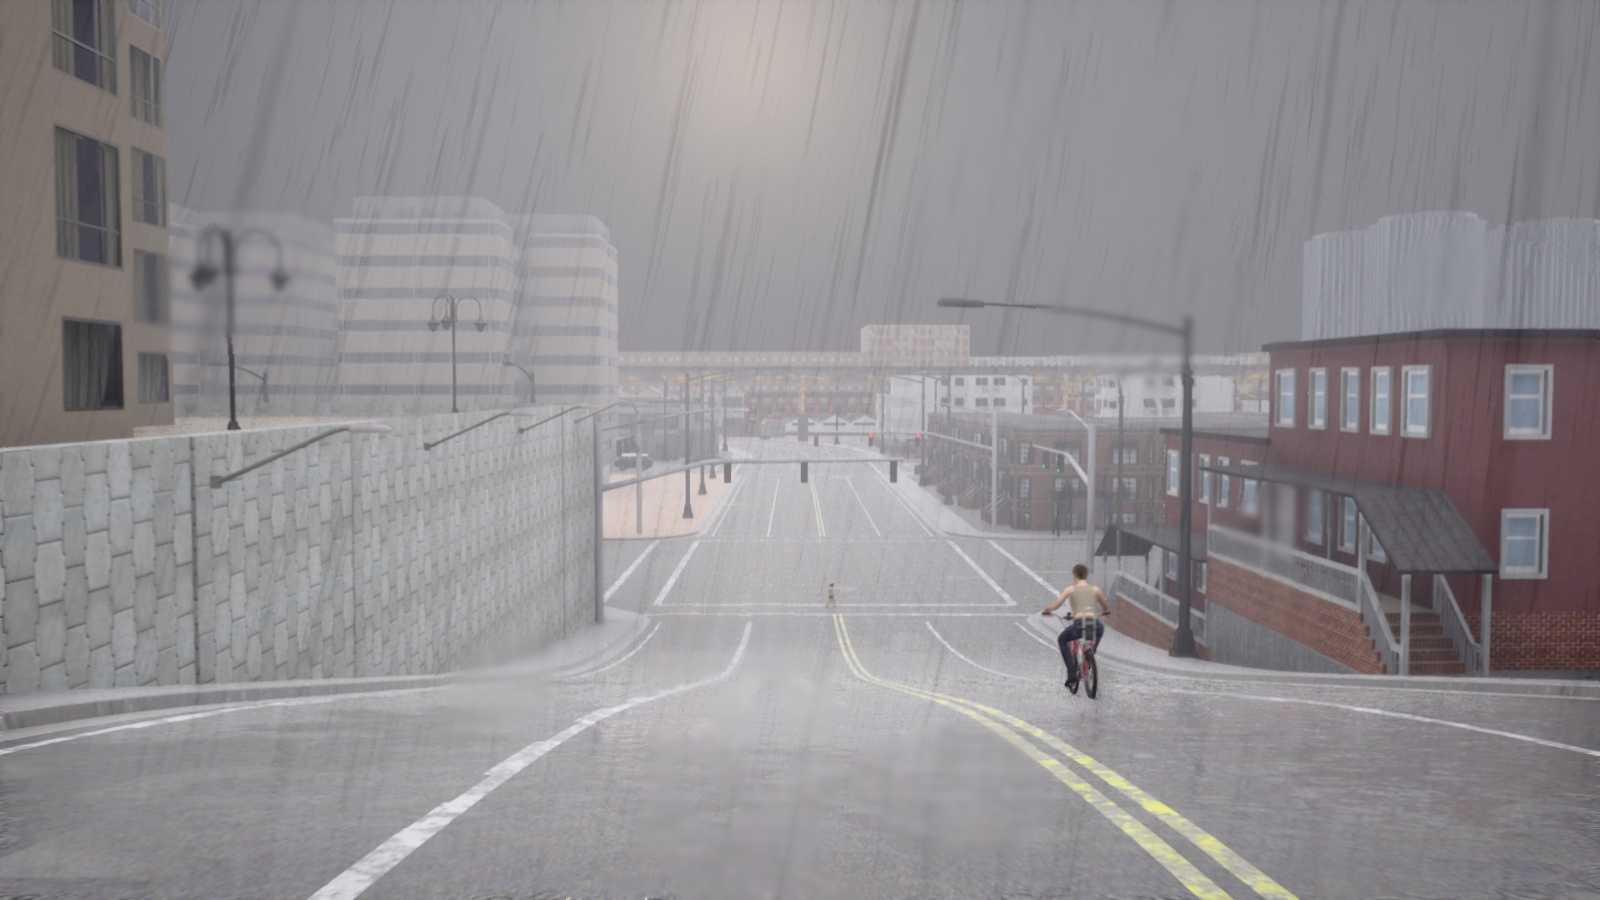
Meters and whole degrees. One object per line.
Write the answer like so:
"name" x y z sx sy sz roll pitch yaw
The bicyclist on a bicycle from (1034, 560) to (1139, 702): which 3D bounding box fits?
"bicyclist on a bicycle" 3.442 2.193 15.265 0.866 1.612 1.509 0 -8 0
